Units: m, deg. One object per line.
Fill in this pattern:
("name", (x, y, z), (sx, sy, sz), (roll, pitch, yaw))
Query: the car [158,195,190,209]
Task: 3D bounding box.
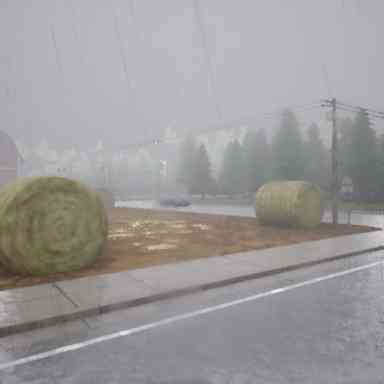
("car", (-2.331, 1.407, 42.838), (1.895, 1.301, 4.718), (-1, 0, -38))
